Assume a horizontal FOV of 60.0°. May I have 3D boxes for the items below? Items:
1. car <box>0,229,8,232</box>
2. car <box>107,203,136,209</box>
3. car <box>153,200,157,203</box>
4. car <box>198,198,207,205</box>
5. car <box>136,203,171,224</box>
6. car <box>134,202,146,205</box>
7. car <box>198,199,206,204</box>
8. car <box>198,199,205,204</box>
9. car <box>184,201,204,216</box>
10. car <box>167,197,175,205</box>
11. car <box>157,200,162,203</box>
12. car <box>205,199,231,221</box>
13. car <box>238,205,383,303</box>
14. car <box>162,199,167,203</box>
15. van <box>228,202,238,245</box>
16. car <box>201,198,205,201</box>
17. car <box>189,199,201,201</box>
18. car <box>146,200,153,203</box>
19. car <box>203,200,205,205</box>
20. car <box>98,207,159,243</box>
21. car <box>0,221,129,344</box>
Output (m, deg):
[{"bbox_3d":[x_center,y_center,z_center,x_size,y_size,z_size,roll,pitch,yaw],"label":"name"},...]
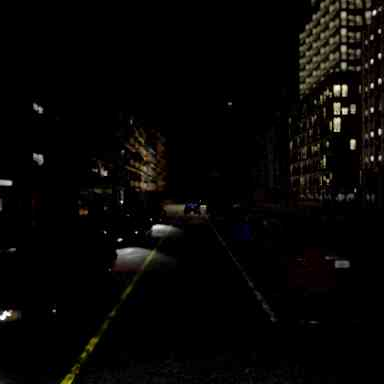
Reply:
[{"bbox_3d":[-5.706,1.629,8.300,2.008,1.369,4.403,0,-1,0],"label":"car"},{"bbox_3d":[-5.732,1.790,24.879,2.008,1.369,4.403,0,-1,0],"label":"car"},{"bbox_3d":[-5.758,1.991,41.458,1.802,1.307,4.206,0,-1,0],"label":"car"},{"bbox_3d":[2.561,2.267,80.156,1.967,1.590,4.097,0,-1,0],"label":"car"},{"bbox_3d":[-3.112,1.828,27.256,1.994,1.385,4.181,0,-1,0],"label":"car"},{"bbox_3d":[-5.741,1.840,30.404,1.887,1.381,4.507,0,-1,0],"label":"car"},{"bbox_3d":[2.552,2.417,85.852,1.752,1.417,4.829,0,-1,0],"label":"car"},{"bbox_3d":[2.544,2.535,91.208,1.802,1.307,4.206,0,-1,0],"label":"car"},{"bbox_3d":[0.030,1.974,37.991,1.895,1.301,4.718,0,-1,0],"label":"car"},{"bbox_3d":[-5.819,2.372,80.142,1.887,1.381,4.507,0,-1,0],"label":"car"},{"bbox_3d":[-5.768,1.907,46.986,1.967,1.590,4.097,0,-1,0],"label":"car"},{"bbox_3d":[2.638,1.610,30.420,2.192,1.841,5.009,0,-1,0],"label":"car"},{"bbox_3d":[2.673,1.392,8.316,2.192,1.841,5.009,0,-1,0],"label":"car"},{"bbox_3d":[-5.783,2.106,57.868,1.752,1.417,4.829,0,-1,0],"label":"car"},{"bbox_3d":[2.664,1.471,13.841,1.690,1.788,3.998,0,-1,0],"label":"van"},{"bbox_3d":[2.252,2.179,66.573,1.837,1.490,4.892,0,-1,0],"label":"car"},{"bbox_3d":[-0.066,1.964,48.912,1.882,1.535,5.008,0,0,0],"label":"car"},{"bbox_3d":[-5.750,1.793,35.933,1.967,1.590,4.097,0,-1,0],"label":"car"},{"bbox_3d":[2.622,1.953,41.471,1.887,1.381,4.507,0,-1,0],"label":"car"},{"bbox_3d":[-3.122,1.711,17.186,2.033,1.411,5.357,0,-1,0],"label":"car"},{"bbox_3d":[-3.085,1.614,7.112,2.033,1.411,5.357,0,-1,4],"label":"car"}]
